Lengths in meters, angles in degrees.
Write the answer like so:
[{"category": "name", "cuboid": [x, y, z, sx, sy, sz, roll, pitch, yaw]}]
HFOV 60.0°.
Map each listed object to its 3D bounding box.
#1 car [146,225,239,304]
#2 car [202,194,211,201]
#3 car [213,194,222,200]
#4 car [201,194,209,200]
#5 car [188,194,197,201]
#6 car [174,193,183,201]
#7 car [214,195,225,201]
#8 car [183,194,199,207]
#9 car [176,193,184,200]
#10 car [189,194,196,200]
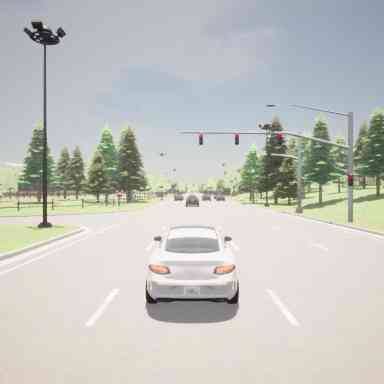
[{"category": "car", "cuboid": [0.017, 1.526, 8.022, 1.812, 1.442, 4.674, 0, 0, 0]}, {"category": "car", "cuboid": [3.611, 1.348, 82.921, 2.097, 1.767, 4.553, 0, 0, 0]}, {"category": "car", "cuboid": [7.125, 1.385, 92.949, 1.994, 1.385, 4.181, 0, 0, 0]}, {"category": "car", "cuboid": [3.625, 1.372, 92.954, 2.033, 1.411, 5.357, 0, 0, 0]}, {"category": "car", "cuboid": [0.111, 1.348, 82.925, 2.097, 1.767, 4.553, 0, 0, 0]}, {"category": "car", "cuboid": [-3.389, 1.544, 82.927, 1.994, 1.385, 4.181, 0, 0, 0]}, {"category": "car", "cuboid": [7.111, 1.517, 82.529, 2.128, 1.511, 4.902, 0, 0, 0]}, {"category": "car", "cuboid": [0.070, 1.352, 51.896, 2.097, 1.767, 4.553, 0, 0, 0]}, {"category": "car", "cuboid": [-3.375, 1.188, 92.933, 2.097, 1.767, 4.553, 0, 0, 0]}, {"category": "car", "cuboid": [0.125, 1.332, 92.959, 1.837, 1.490, 4.892, 0, 0, 0]}]
